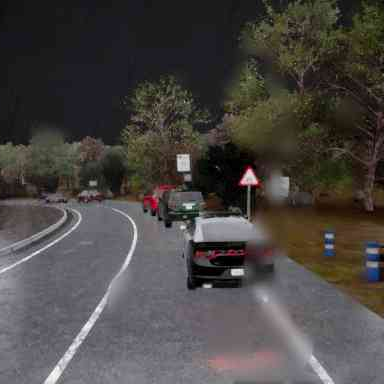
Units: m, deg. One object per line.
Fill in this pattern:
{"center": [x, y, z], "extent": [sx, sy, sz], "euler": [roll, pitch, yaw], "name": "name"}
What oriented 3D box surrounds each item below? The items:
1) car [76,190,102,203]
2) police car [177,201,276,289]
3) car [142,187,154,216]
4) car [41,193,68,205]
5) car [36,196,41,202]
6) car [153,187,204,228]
{"center": [-13.995, 0.494, 44.941], "extent": [2.097, 1.767, 4.553], "euler": [-5, 3, -39], "name": "car"}
{"center": [0.716, 1.291, 9.053], "extent": [1.930, 1.638, 5.238], "euler": [0, 2, -4], "name": "police car"}
{"center": [-2.368, 0.636, 25.322], "extent": [2.150, 2.045, 5.566], "euler": [-2, 2, -18], "name": "car"}
{"center": [-18.086, 0.968, 44.303], "extent": [1.994, 1.385, 4.181], "euler": [-5, 3, -41], "name": "car"}
{"center": [-23.794, 0.861, 54.971], "extent": [4.718, 1.301, 1.895], "euler": [-2, 4, 38], "name": "car"}
{"center": [-0.720, 0.799, 19.272], "extent": [2.150, 2.045, 5.566], "euler": [-1, 2, -12], "name": "car"}
